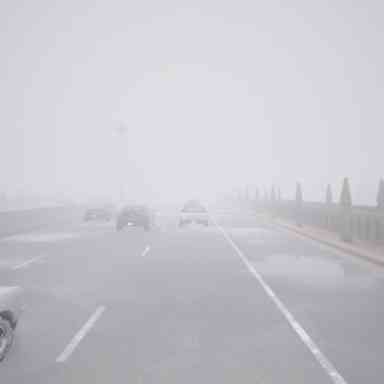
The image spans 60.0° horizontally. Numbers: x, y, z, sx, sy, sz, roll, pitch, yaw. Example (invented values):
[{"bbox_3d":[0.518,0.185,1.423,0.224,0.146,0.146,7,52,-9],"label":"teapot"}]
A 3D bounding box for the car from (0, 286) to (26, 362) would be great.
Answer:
[{"bbox_3d":[-3.397,1.600,2.828,1.895,1.301,4.718,0,0,0],"label":"car"}]

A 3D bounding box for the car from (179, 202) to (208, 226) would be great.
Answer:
[{"bbox_3d":[0.108,1.602,23.104,1.895,1.301,4.718,0,0,0],"label":"car"}]

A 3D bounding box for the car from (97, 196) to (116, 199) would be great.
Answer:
[{"bbox_3d":[-14.024,1.493,56.367,1.882,1.535,5.008,0,0,1],"label":"car"}]

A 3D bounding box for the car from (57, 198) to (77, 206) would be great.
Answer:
[{"bbox_3d":[-21.010,1.614,55.967,1.895,1.301,4.718,0,0,1],"label":"car"}]

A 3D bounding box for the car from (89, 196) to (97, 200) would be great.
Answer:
[{"bbox_3d":[-17.497,1.514,60.591,2.128,1.511,4.902,0,0,1],"label":"car"}]

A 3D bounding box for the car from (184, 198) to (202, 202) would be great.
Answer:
[{"bbox_3d":[0.116,1.508,41.401,1.837,1.490,4.892,0,0,0],"label":"car"}]

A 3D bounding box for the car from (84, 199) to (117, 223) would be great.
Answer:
[{"bbox_3d":[-6.892,1.525,25.675,1.812,1.442,4.674,0,0,0],"label":"car"}]

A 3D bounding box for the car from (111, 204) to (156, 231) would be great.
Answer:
[{"bbox_3d":[-3.393,1.505,20.644,1.837,1.490,4.892,0,0,0],"label":"car"}]
